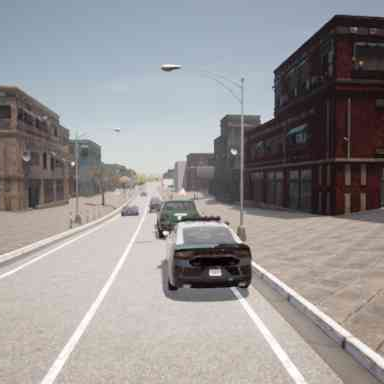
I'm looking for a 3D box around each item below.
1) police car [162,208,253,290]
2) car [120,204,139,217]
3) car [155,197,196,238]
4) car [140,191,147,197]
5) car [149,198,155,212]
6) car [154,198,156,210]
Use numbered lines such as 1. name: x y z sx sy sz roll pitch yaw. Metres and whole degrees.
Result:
1. police car: 0.230 1.476 9.381 1.930 1.638 5.238 0 -1 -6
2. car: -7.210 2.132 38.927 1.994 1.385 4.181 0 0 -7
3. car: -0.875 1.461 19.318 2.150 2.045 5.566 0 -1 -7
4. car: -13.502 0.563 93.013 1.837 1.490 4.892 0 1 -7
5. car: -4.952 1.984 46.295 1.837 1.490 4.892 0 -1 -7
6. car: -1.579 1.615 25.287 2.150 2.045 5.566 0 -1 -7
